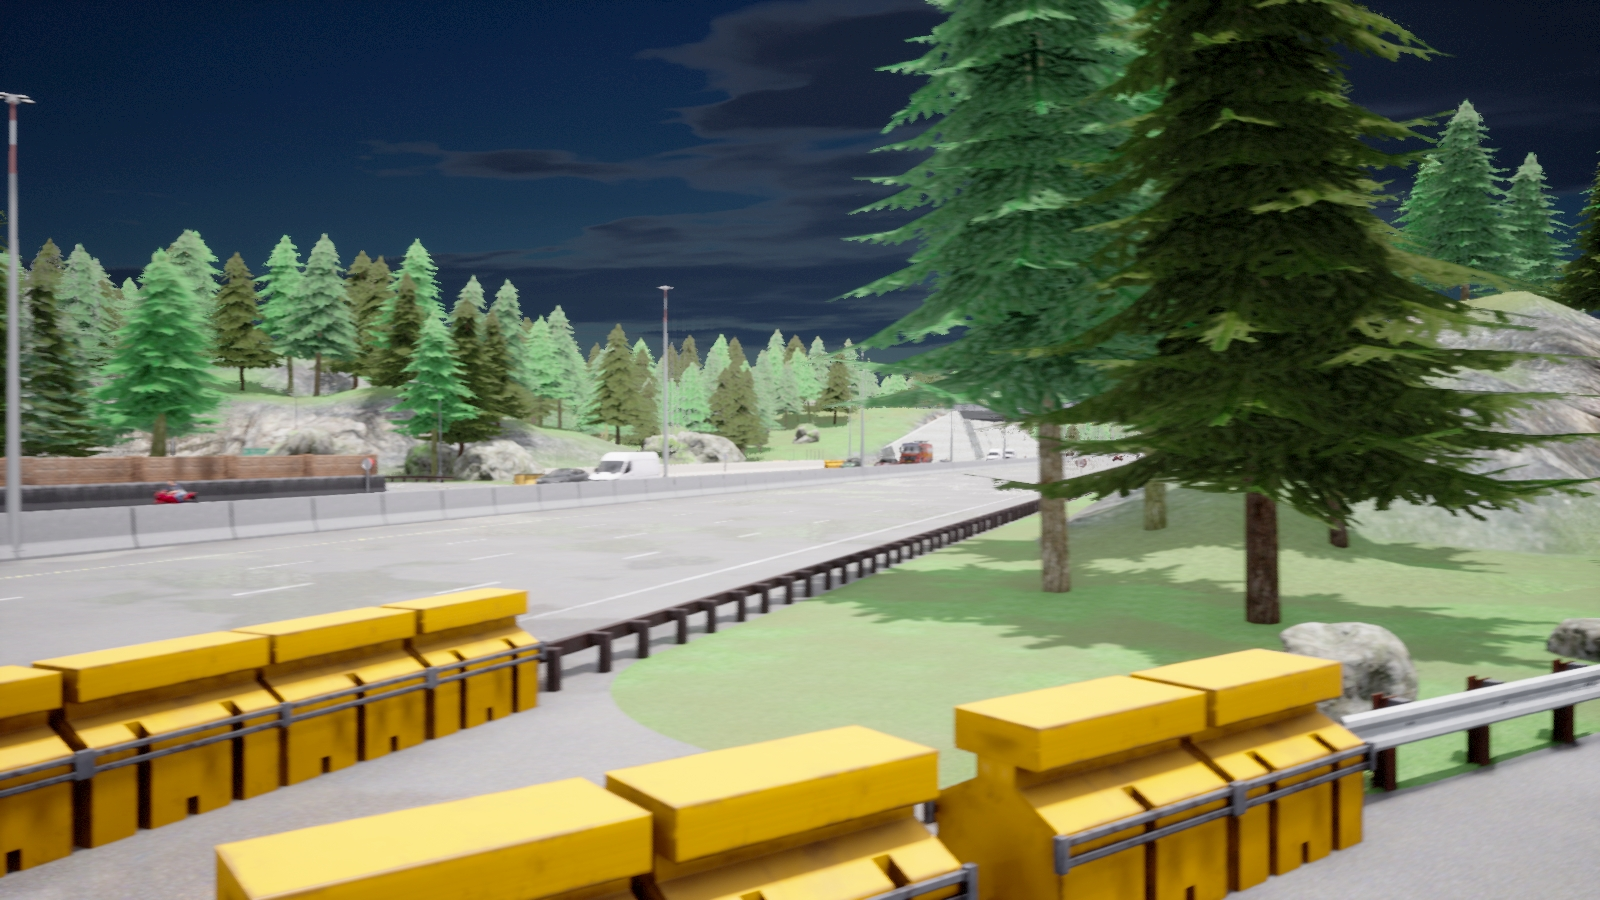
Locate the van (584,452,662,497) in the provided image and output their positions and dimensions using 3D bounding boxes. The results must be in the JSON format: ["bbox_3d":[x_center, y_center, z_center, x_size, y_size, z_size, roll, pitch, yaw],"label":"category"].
[{"bbox_3d":[-10.521,1.410,68.472,1.988,2.561,5.915,0,0,20],"label":"van"}]

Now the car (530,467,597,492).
[{"bbox_3d":[-15.523,1.930,75.312,2.163,1.488,4.792,0,0,20],"label":"car"}]

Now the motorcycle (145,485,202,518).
[{"bbox_3d":[-25.768,2.107,47.035,0.803,1.217,2.033,0,0,20],"label":"motorcycle"}]
